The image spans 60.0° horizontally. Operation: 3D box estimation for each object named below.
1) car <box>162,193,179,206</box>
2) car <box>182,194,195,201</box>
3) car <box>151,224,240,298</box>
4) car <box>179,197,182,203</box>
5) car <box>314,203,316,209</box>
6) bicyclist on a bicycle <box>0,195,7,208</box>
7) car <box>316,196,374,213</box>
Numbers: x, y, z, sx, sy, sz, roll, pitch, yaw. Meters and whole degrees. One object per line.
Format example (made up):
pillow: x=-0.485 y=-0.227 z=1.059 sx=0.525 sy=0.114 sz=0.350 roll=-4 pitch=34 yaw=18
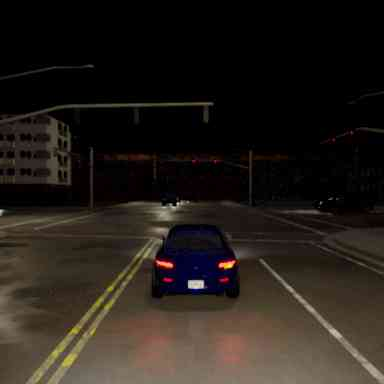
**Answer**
car: x=-3.657 y=1.210 z=54.050 sx=2.150 sy=2.045 sz=5.566 roll=0 pitch=0 yaw=-1
car: x=-0.958 y=1.343 z=83.155 sx=2.097 sy=1.767 sz=4.553 roll=0 pitch=0 yaw=27
car: x=0.074 y=1.525 z=8.383 sx=1.812 sy=1.442 sz=4.674 roll=0 pitch=0 yaw=0
car: x=-3.601 y=1.516 z=69.172 sx=1.812 sy=1.442 sz=4.674 roll=0 pitch=0 yaw=0
car: x=16.222 y=1.229 z=37.685 sx=4.553 sy=1.767 sz=2.097 roll=-1 pitch=0 yaw=1
bicyclist on a bicycle: x=-25.496 y=1.294 z=44.892 sx=0.582 sy=1.620 sz=1.656 roll=0 pitch=0 yaw=0
car: x=15.918 y=1.357 z=34.192 sx=5.008 sy=1.535 sz=1.882 roll=-1 pitch=0 yaw=1
